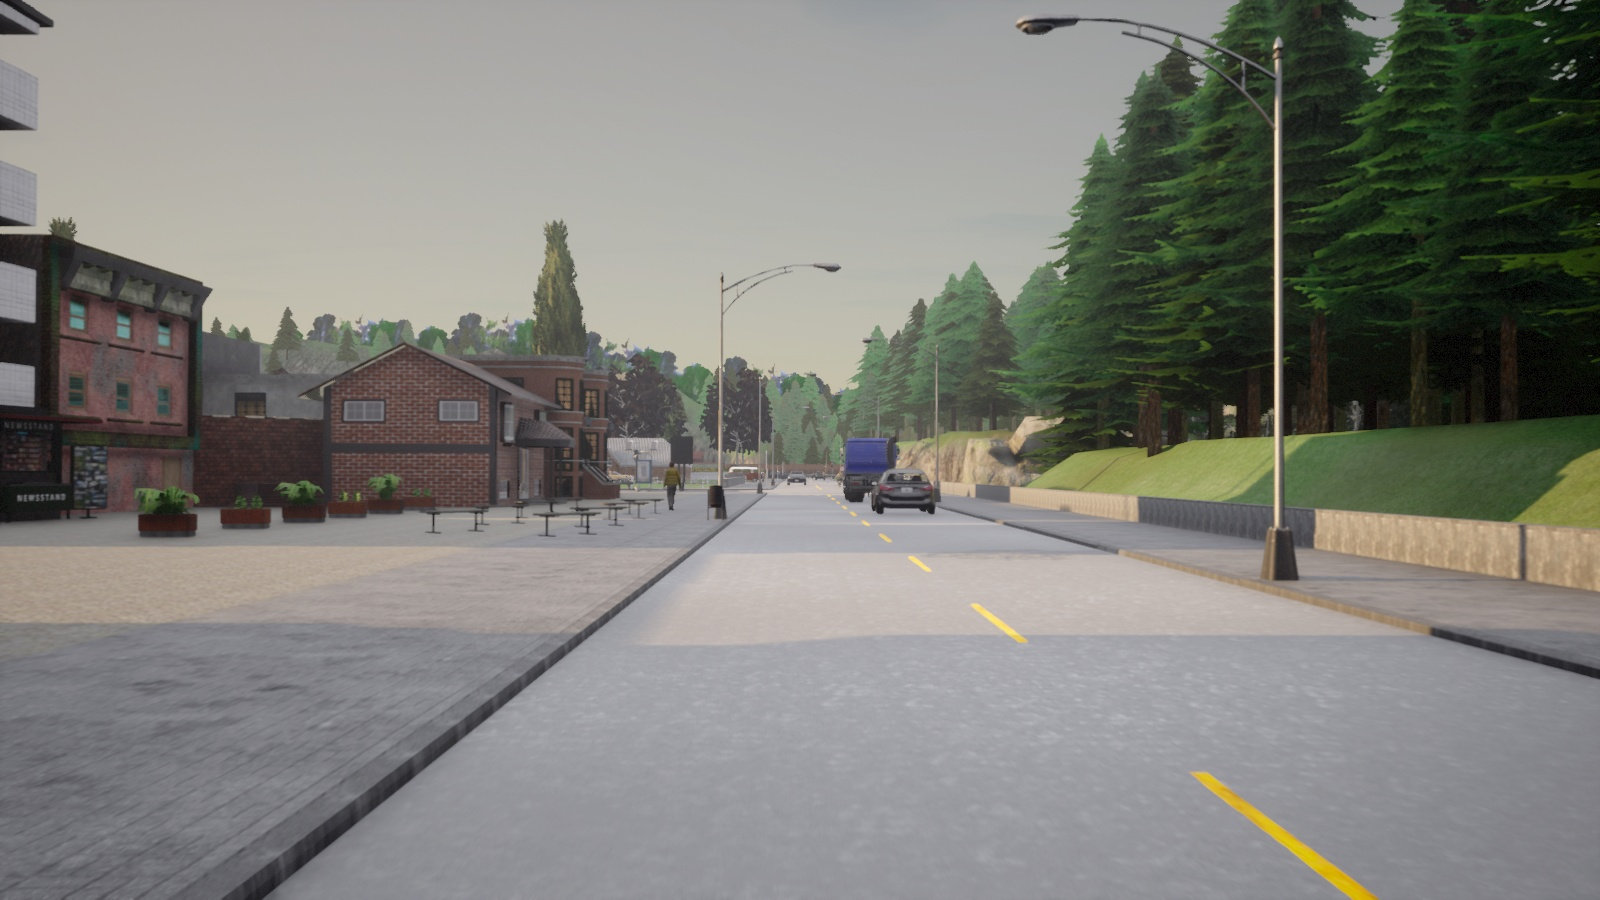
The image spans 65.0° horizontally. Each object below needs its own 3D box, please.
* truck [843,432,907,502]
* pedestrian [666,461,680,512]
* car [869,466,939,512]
[{"bbox_3d":[3.843,0.924,66.085,2.891,3.462,7.936,0,-1,0],"label":"truck"},{"bbox_3d":[-4.623,1.307,45.608,0.370,1.835,0.726,0,-1,-17],"label":"pedestrian"},{"bbox_3d":[3.889,1.443,47.783,2.242,1.667,4.611,0,-1,0],"label":"car"}]
